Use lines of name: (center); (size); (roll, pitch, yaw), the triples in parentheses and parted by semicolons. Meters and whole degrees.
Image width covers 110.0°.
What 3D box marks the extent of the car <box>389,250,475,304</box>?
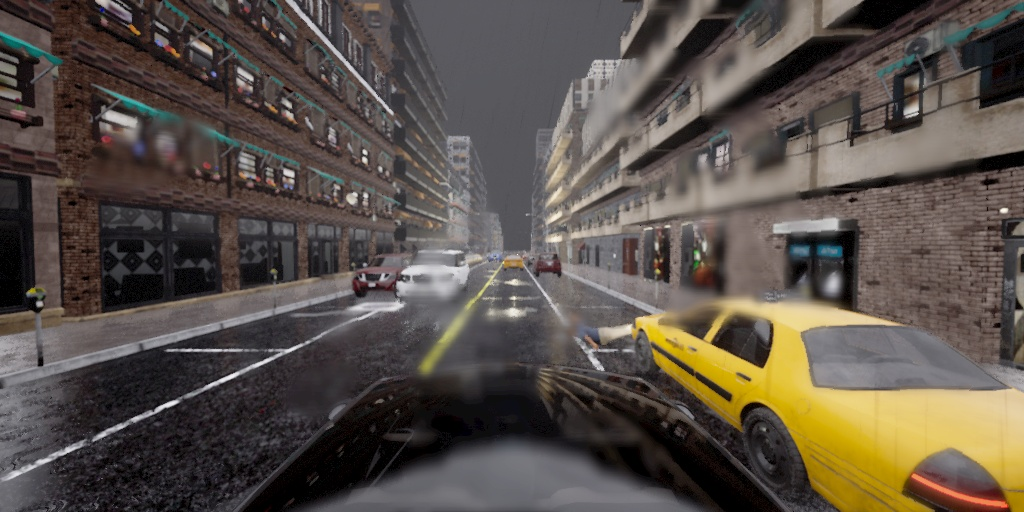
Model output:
car: (-3.075, 0.751, 15.213); (2.150, 2.045, 5.566); (0, 1, 0)

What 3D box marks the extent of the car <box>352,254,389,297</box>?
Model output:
car: (-5.663, 0.815, 17.056); (2.192, 1.841, 5.009); (0, 0, 0)

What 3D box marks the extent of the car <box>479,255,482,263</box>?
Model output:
car: (-5.596, 0.479, 50.865); (1.751, 1.417, 4.829); (0, 0, 0)

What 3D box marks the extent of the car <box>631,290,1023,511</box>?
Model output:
car: (3.003, 1.163, 4.304); (1.801, 1.575, 5.366); (0, 1, 0)

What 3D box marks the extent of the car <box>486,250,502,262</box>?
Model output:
car: (-2.882, -0.008, 62.204); (2.150, 2.045, 5.566); (0, 1, 0)

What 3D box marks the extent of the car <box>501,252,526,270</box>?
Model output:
car: (0.165, 0.650, 37.359); (1.882, 1.535, 5.008); (0, 1, 0)

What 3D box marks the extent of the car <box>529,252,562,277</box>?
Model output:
car: (2.740, 0.632, 28.333); (2.192, 1.841, 5.009); (0, 0, 0)

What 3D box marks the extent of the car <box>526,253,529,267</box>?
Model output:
car: (2.774, 0.610, 45.322); (1.948, 1.339, 4.313); (0, 0, 0)

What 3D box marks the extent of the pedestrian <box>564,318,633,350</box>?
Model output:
pedestrian: (2.060, 1.709, 7.763); (1.860, 0.375, 0.375); (0, 22, 17)

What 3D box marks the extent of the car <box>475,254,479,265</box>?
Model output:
car: (-5.607, 0.570, 45.202); (1.751, 1.417, 4.829); (0, 0, 0)
